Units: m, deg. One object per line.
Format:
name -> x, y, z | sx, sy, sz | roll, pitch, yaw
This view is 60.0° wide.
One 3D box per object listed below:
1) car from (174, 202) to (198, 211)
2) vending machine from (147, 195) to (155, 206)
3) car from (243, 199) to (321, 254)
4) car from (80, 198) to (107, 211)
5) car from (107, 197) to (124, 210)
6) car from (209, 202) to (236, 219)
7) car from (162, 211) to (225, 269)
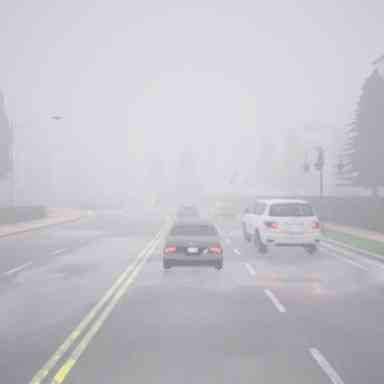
car -> -0.511, 1.686, 30.156 | 2.128, 1.511, 4.902 | 0, 0, -6
vending machine -> -7.618, 1.593, 61.889 | 1.100, 2.100, 0.880 | 0, -1, -44
car -> 3.566, 1.315, 14.136 | 2.150, 2.045, 5.566 | 0, 0, 0
car -> -14.128, 1.652, 46.695 | 2.097, 1.767, 4.553 | 0, 0, -36
car -> -11.876, 1.669, 49.547 | 2.097, 1.767, 4.553 | 0, 0, -37
car -> 2.826, 1.681, 31.663 | 1.882, 1.535, 5.008 | 0, 0, -7
car -> 0.043, 1.622, 11.450 | 2.033, 1.411, 5.357 | 0, 0, 0
